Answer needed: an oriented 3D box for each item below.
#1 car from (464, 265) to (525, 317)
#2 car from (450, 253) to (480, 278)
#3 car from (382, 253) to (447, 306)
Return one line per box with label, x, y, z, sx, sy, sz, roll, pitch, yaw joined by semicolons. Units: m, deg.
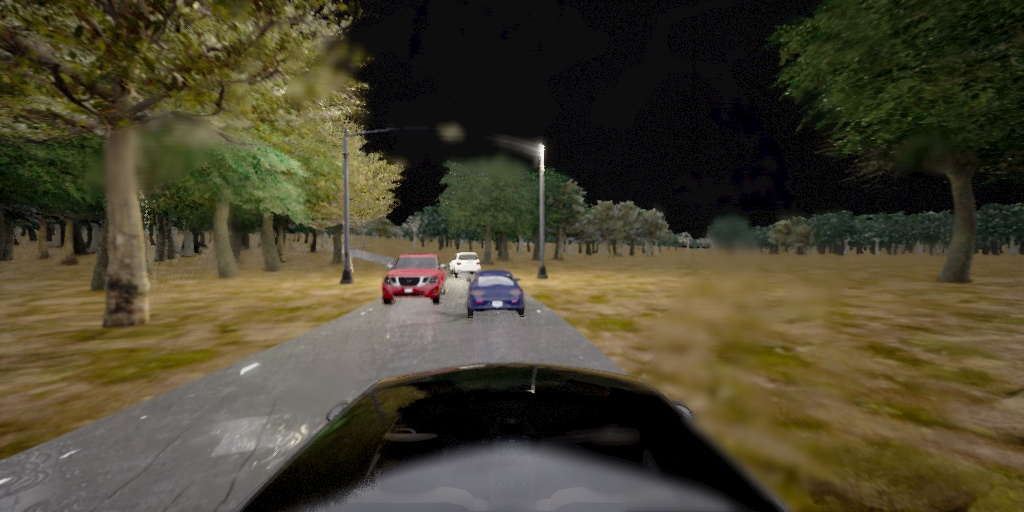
car;-0.638;1.211;12.724;1.812;1.442;4.674;0;0;-5
car;-4.176;0.750;31.516;2.150;2.045;5.566;0;1;-15
car;-4.100;0.898;15.837;2.150;2.045;5.566;0;0;-7
